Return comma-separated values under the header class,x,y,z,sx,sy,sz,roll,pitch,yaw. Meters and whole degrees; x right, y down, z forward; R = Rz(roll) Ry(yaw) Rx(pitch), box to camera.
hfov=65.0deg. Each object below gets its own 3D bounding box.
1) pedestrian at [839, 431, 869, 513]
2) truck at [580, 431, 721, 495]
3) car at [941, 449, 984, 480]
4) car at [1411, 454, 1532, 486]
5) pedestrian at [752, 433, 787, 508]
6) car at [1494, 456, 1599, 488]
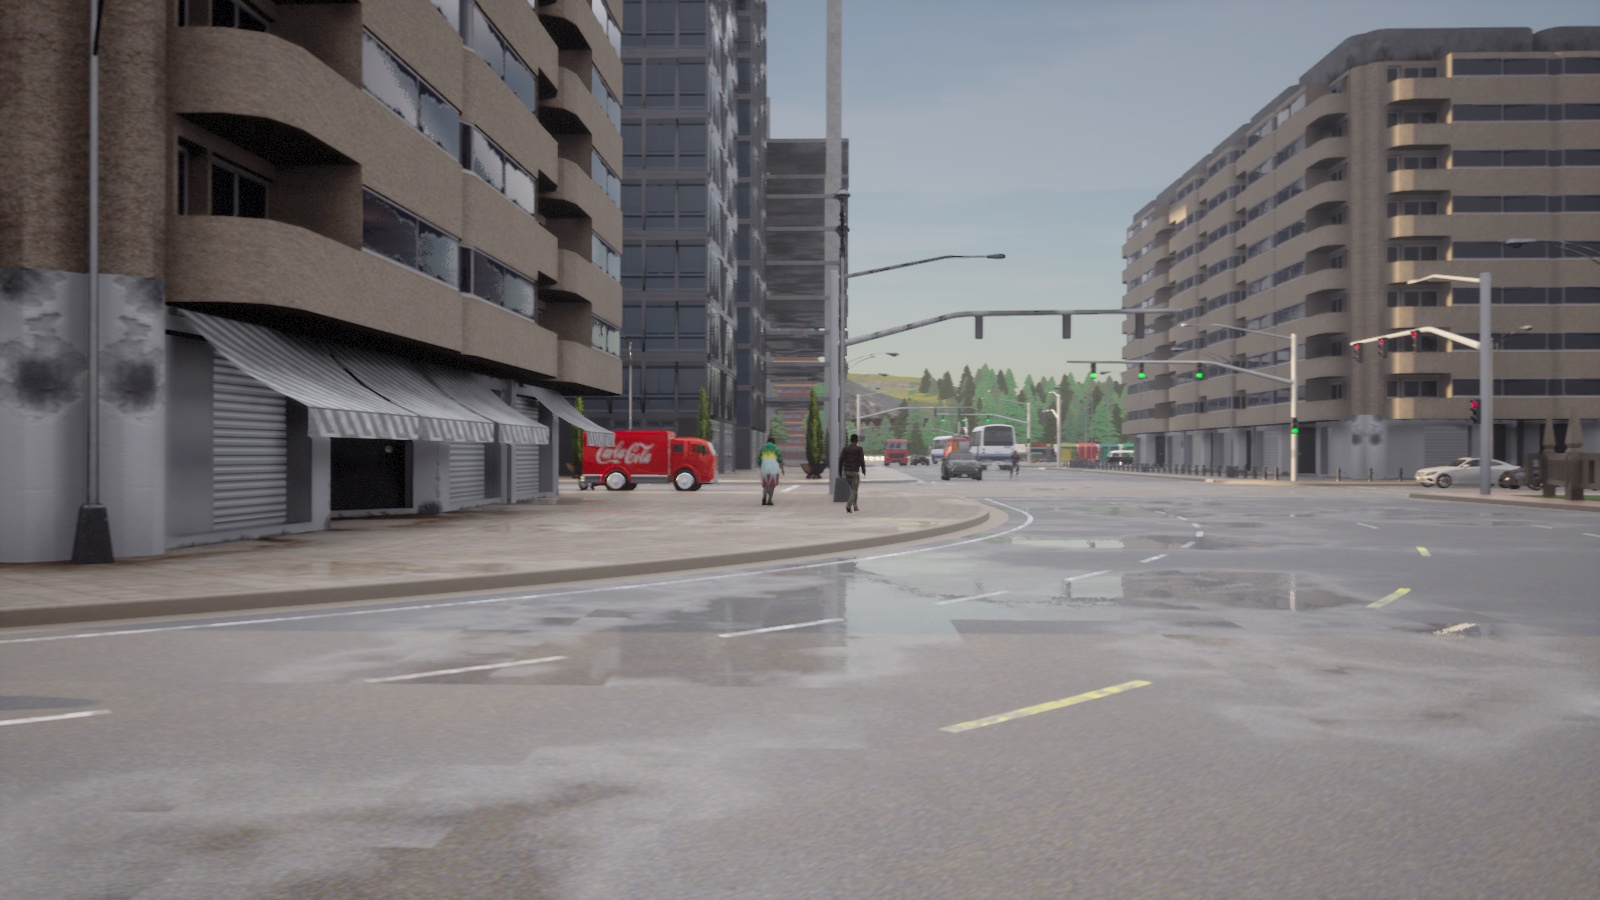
class,x,y,z,sx,sy,sz,roll,pitch,yaw
pedestrian,1.230,0.490,28.655,0.431,1.840,0.703,0,0,27
truck,-5.869,0.498,49.946,5.204,2.467,2.627,0,0,2
car,9.335,0.821,72.370,2.097,1.767,4.553,0,0,3
car,31.489,0.938,59.003,4.674,1.442,1.812,0,0,2
pedestrian,-0.800,0.531,33.236,0.659,1.952,0.873,0,0,18
car,33.300,0.959,55.437,4.181,1.385,1.994,0,0,2
